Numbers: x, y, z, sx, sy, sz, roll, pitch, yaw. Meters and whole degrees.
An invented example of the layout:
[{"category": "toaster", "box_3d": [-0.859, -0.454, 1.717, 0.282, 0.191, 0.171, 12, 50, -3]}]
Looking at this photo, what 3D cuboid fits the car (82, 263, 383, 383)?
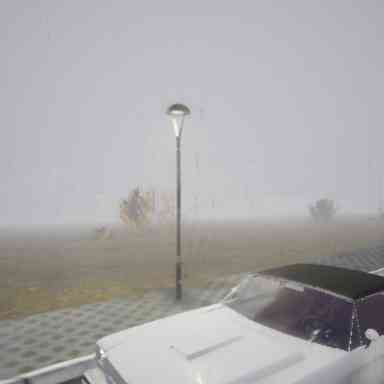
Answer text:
[{"category": "car", "box_3d": [1.283, 1.646, 3.893, 4.718, 1.301, 1.895, 0, -1, -37]}]
